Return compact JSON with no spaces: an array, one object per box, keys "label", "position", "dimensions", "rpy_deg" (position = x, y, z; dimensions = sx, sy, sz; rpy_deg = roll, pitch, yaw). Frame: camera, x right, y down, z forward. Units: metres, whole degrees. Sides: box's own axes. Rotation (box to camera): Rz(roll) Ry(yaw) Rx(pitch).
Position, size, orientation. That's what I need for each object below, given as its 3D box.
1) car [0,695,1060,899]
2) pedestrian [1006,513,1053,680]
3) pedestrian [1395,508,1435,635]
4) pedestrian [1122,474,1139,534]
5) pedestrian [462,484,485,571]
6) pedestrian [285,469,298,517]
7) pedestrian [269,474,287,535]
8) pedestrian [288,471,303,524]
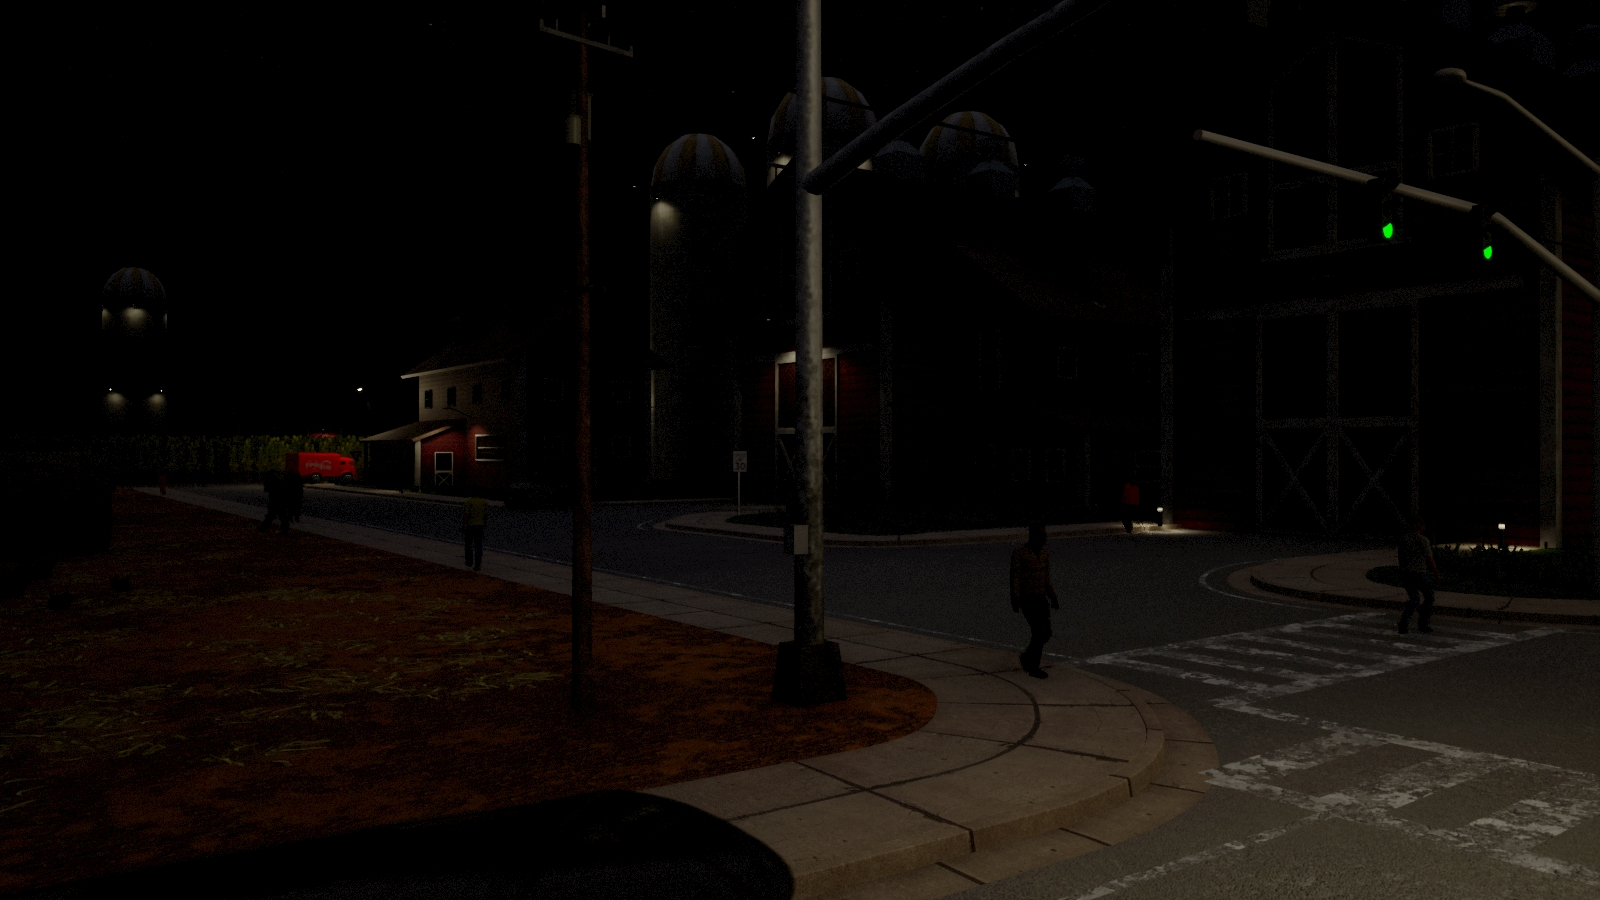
[{"label":"car","position":[-1.776,1.904,2.579],"dimensions":[4.553,1.767,2.097],"rpy_deg":[0,0,-35]},{"label":"pedestrian","position":[2.649,1.665,13.173],"dimensions":[0.375,1.860,0.375],"rpy_deg":[0,0,-32]},{"label":"pedestrian","position":[9.253,1.811,17.191],"dimensions":[0.375,1.860,0.375],"rpy_deg":[0,0,-25]},{"label":"pedestrian","position":[10.328,1.685,35.726],"dimensions":[0.375,1.860,0.375],"rpy_deg":[0,0,-25]},{"label":"pedestrian","position":[-7.091,1.665,24.809],"dimensions":[0.375,1.860,0.375],"rpy_deg":[0,0,-31]},{"label":"pedestrian","position":[-19.899,1.664,44.699],"dimensions":[0.375,1.860,0.375],"rpy_deg":[0,0,-36]},{"label":"pedestrian","position":[-16.059,1.666,35.151],"dimensions":[0.375,1.860,0.375],"rpy_deg":[0,0,7]},{"label":"pedestrian","position":[-17.905,1.665,40.550],"dimensions":[0.375,1.860,0.375],"rpy_deg":[0,0,-40]}]
